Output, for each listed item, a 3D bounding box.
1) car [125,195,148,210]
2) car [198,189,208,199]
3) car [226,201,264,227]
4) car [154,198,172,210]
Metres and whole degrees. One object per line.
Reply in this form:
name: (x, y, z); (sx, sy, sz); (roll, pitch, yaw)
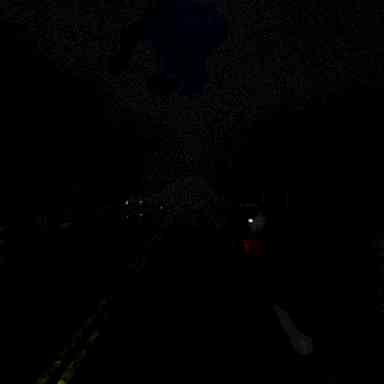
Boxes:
car: (-6.604, 1.192, 39.772); (2.097, 1.767, 4.553); (0, 0, 0)
car: (3.217, 0.874, 86.805); (2.033, 1.649, 4.856); (0, 2, 0)
car: (3.342, 1.365, 21.351); (1.837, 1.490, 4.892); (0, 0, 0)
car: (-3.358, 1.387, 39.531); (2.033, 1.411, 5.357); (0, 0, 0)
